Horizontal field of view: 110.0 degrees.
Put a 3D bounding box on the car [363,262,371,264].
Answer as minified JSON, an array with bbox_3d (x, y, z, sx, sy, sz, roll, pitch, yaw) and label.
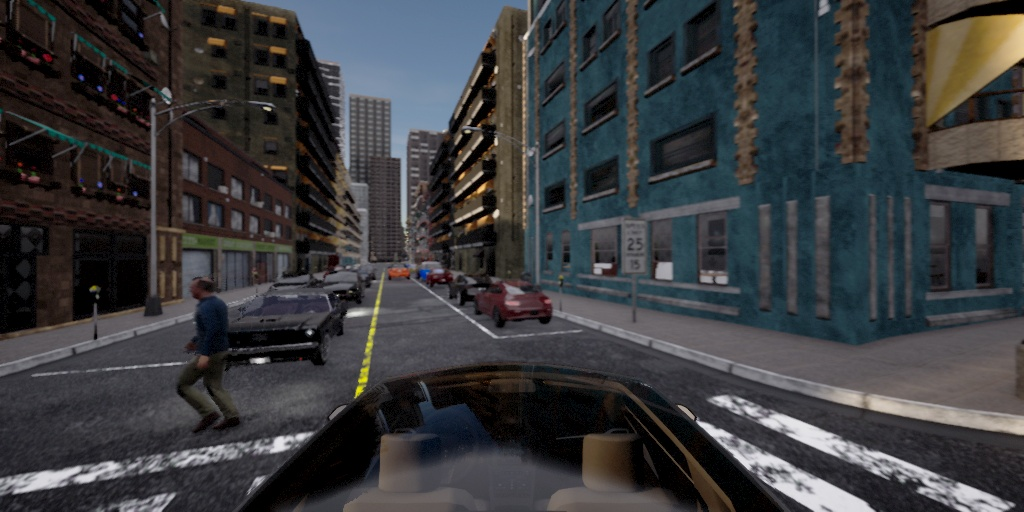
[{"bbox_3d":[-15.031,1.713,37.069,1.837,1.490,4.892,0,-1,-19],"label":"car"}]

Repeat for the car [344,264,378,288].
[{"bbox_3d":[-11.616,1.575,27.211,2.128,1.511,4.902,0,-1,-19],"label":"car"}]

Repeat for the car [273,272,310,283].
[{"bbox_3d":[-11.643,1.568,19.433,1.948,1.339,4.313,0,0,-19],"label":"car"}]

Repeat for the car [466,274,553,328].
[{"bbox_3d":[-0.073,1.435,11.774,1.802,1.307,4.207,0,0,-19],"label":"car"}]

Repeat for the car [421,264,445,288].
[{"bbox_3d":[-5.560,1.593,27.408,1.888,1.381,4.507,0,0,-19],"label":"car"}]

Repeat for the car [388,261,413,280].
[{"bbox_3d":[-12.240,1.563,38.637,2.097,1.767,4.553,0,0,-20],"label":"car"}]

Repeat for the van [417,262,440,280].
[{"bbox_3d":[-7.389,1.455,32.619,1.690,1.789,3.998,0,0,-19],"label":"van"}]

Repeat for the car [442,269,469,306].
[{"bbox_3d":[-1.902,1.483,16.985,1.948,1.339,4.313,0,0,-19],"label":"car"}]

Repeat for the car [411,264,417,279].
[{"bbox_3d":[-9.218,1.746,37.831,1.948,1.339,4.313,0,0,-19],"label":"car"}]

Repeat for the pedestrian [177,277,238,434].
[{"bbox_3d":[-3.499,1.090,4.139,0.375,1.860,0.375,-1,0,-19],"label":"pedestrian"}]

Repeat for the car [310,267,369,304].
[{"bbox_3d":[-8.208,1.466,17.470,1.837,1.490,4.892,0,-1,-19],"label":"car"}]

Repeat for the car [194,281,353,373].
[{"bbox_3d":[-4.901,1.445,8.026,1.895,1.301,4.718,0,-1,-19],"label":"car"}]
